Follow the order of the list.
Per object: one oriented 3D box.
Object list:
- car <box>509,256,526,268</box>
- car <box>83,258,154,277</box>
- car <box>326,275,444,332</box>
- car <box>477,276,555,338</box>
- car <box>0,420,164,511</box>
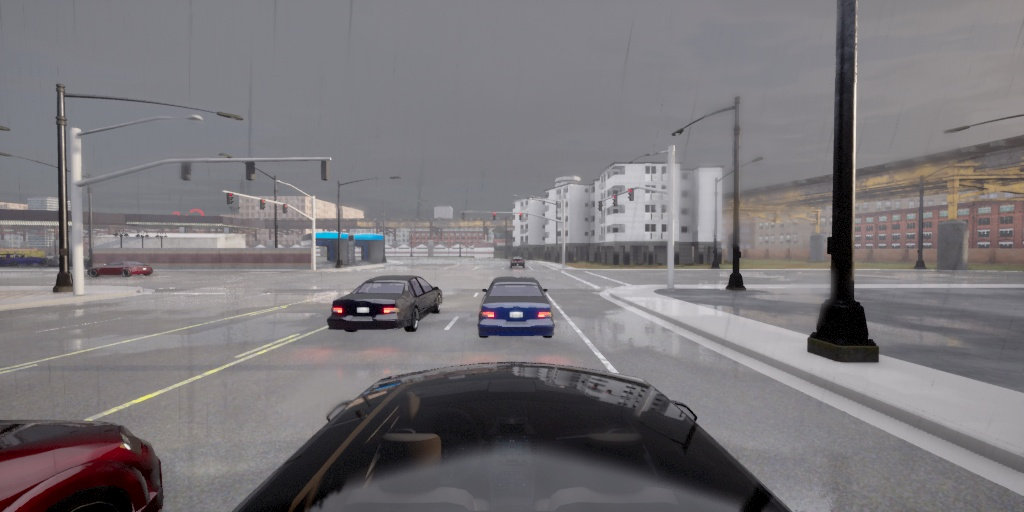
[{"bbox_3d":[0.695,0.771,46.186,1.837,1.490,4.892,0,1,0],"label":"car"},{"bbox_3d":[-33.766,1.084,30.947,4.181,1.385,1.994,0,1,-1],"label":"car"},{"bbox_3d":[-3.408,1.274,10.708,2.033,1.411,5.357,0,0,0],"label":"car"},{"bbox_3d":[0.088,1.280,10.107,2.033,1.411,5.357,0,0,0],"label":"car"},{"bbox_3d":[-3.394,1.314,0.711,1.994,1.385,4.181,0,0,-1],"label":"car"}]
